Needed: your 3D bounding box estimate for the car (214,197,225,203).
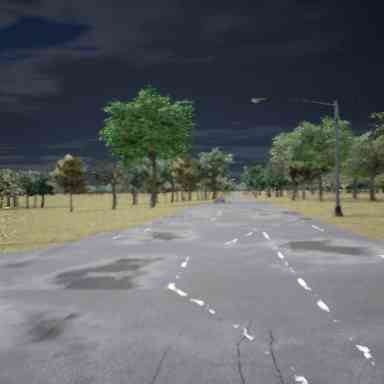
[{"bbox_3d":[5.815,1.672,70.103,1.994,1.385,4.181,-1,0,12],"label":"car"}]
